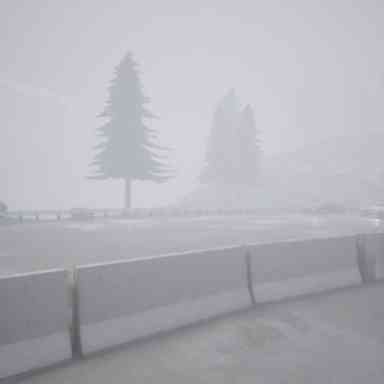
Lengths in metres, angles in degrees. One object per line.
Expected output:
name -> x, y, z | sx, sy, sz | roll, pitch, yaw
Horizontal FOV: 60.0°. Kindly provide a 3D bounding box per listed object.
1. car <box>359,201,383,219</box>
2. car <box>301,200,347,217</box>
car -> 17.096, 1.555, 29.663 | 4.674, 1.442, 1.812 | 0, 0, -24
car -> 12.489, 1.534, 31.323 | 4.674, 1.442, 1.812 | 0, 0, -26
